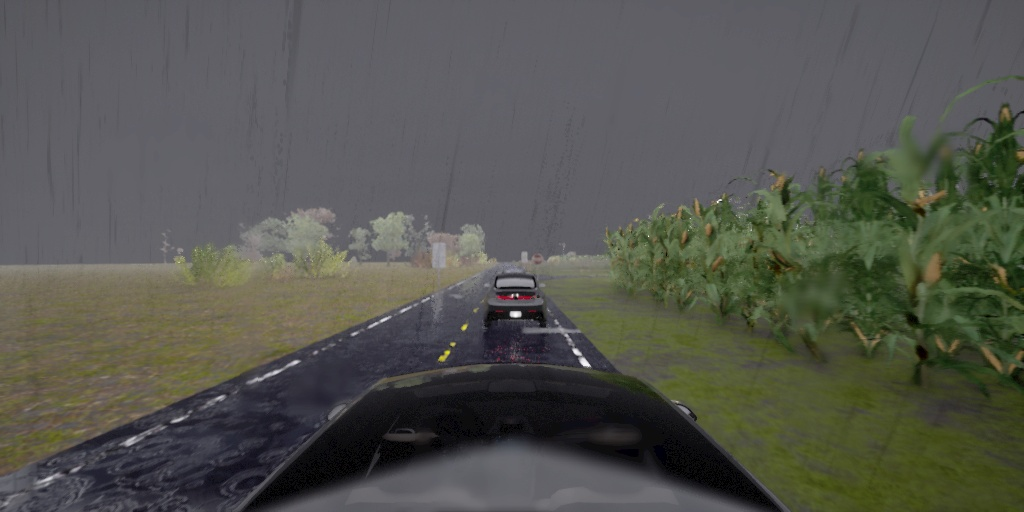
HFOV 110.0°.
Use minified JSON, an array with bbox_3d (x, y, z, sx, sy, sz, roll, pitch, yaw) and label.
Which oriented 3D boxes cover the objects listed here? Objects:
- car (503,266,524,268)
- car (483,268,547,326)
[{"bbox_3d":[0.099,1.375,22.118,2.128,1.511,4.902,0,0,0],"label":"car"},{"bbox_3d":[0.097,1.321,11.986,1.837,1.490,4.892,0,0,0],"label":"car"}]
